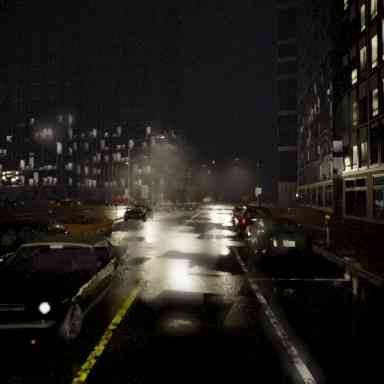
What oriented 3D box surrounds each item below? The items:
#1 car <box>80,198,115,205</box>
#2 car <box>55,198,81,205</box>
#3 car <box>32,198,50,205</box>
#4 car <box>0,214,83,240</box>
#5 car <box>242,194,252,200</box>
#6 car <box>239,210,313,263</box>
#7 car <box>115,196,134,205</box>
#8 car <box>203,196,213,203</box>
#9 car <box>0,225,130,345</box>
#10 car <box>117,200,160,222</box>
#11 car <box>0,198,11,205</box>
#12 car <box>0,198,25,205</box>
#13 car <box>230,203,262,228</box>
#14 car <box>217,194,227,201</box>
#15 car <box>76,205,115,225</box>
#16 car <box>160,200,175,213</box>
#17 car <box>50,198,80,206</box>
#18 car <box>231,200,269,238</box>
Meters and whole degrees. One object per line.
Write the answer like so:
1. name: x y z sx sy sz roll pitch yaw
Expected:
1. car: -15.267 1.675 53.868 4.313 1.339 1.947 0 -1 15
2. car: -23.982 1.883 64.425 4.403 1.369 2.008 0 -1 15
3. car: -29.542 1.894 65.949 4.829 1.417 1.752 0 -1 15
4. car: -5.123 1.575 9.990 1.947 1.339 4.313 1 0 2
5. car: 12.554 1.440 76.074 2.192 1.841 5.009 1 0 15
6. car: 2.974 1.571 11.925 1.947 1.339 4.313 1 0 2
7. car: -13.191 1.575 61.473 5.009 1.841 2.192 0 -1 15
8. car: 3.554 1.675 73.829 1.752 1.417 4.829 1 0 14
9. car: -2.606 1.605 6.519 1.895 1.301 4.718 0 0 1
10. car: -4.131 1.578 26.414 2.008 1.369 4.403 1 0 5
11. car: -40.169 1.990 68.860 4.403 1.369 2.008 0 -1 15
12. car: -31.446 1.767 58.301 4.403 1.369 2.008 0 -1 15
13. car: 3.651 1.557 23.235 1.887 1.381 4.507 1 0 5
14. car: 8.108 1.530 89.920 2.192 1.841 5.009 1 0 16
15. car: -4.894 1.540 15.314 1.752 1.417 4.829 1 0 3
16. car: -3.007 1.595 37.172 2.008 1.369 4.403 1 0 7
17. car: -20.660 1.696 55.345 4.403 1.369 2.008 0 -1 15
18. car: 3.264 1.449 17.605 1.967 1.590 4.097 1 0 4
